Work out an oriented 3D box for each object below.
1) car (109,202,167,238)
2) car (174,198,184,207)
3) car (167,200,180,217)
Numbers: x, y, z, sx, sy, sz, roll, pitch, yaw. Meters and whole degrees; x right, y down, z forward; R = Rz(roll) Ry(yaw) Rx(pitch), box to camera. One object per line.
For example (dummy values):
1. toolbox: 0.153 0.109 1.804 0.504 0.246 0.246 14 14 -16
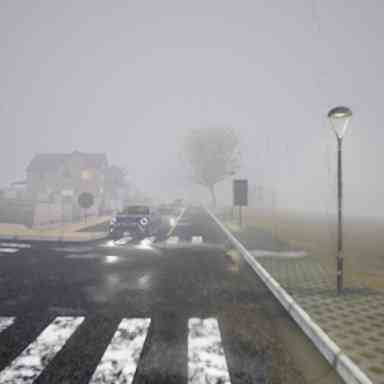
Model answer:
1. car: -2.977 1.473 18.469 2.097 1.767 4.553 0 -1 6
2. car: -2.442 1.923 58.802 1.837 1.490 4.892 0 0 0
3. car: -2.588 1.800 34.396 1.994 1.385 4.181 0 0 0
